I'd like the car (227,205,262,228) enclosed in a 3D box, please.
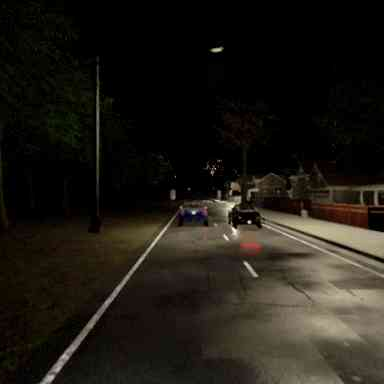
[{"bbox_3d":[3.610,1.664,23.352,1.837,1.490,4.892,0,0,0],"label":"car"}]

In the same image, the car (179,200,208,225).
[{"bbox_3d":[0.112,1.526,25.533,2.097,1.767,4.553,0,0,0],"label":"car"}]

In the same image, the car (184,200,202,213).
[{"bbox_3d":[0.118,1.773,41.628,2.128,1.511,4.902,0,0,0],"label":"car"}]
